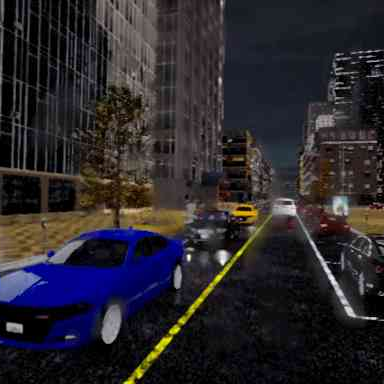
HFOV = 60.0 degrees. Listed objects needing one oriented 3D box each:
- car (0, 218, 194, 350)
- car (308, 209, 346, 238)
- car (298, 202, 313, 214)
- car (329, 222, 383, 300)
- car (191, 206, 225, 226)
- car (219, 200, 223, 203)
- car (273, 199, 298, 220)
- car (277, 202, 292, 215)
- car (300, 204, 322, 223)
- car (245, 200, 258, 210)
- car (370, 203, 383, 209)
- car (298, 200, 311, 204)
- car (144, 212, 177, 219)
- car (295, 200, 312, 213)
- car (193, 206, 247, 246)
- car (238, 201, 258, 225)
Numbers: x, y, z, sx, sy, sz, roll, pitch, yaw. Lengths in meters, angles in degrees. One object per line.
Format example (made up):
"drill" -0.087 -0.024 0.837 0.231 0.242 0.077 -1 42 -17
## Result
"car" -1.612 1.519 6.703 1.882 1.535 5.008 1 -1 16
"car" 7.938 1.915 19.069 1.802 1.307 4.206 1 0 16
"car" 12.555 2.104 35.271 1.752 1.417 4.829 1 0 16
"car" 4.894 1.722 8.376 2.008 1.369 4.403 1 0 16
"car" 1.402 1.879 26.712 1.802 1.307 4.206 1 0 16
"car" 6.101 2.240 85.430 4.507 1.381 1.887 2 -2 15
"car" 9.587 1.741 34.494 2.150 2.045 5.566 1 -1 16
"car" 12.371 2.147 44.469 1.882 1.535 5.008 1 -1 16
"car" 10.984 2.040 29.762 1.887 1.381 4.507 1 0 16
"car" 10.542 2.224 58.792 1.967 1.590 4.097 1 0 16
"car" 42.818 3.265 75.295 4.097 1.590 1.967 2 -2 15
"car" 15.558 2.054 45.802 2.192 1.841 5.009 1 0 16
"car" -1.688 1.658 15.856 1.752 1.417 4.829 1 0 16
"car" 17.080 2.135 51.148 2.192 1.841 5.009 1 0 16
"car" 1.232 1.684 16.685 2.128 1.511 4.902 1 -1 16
"car" 4.430 1.839 27.859 1.882 1.535 5.008 1 -1 16
